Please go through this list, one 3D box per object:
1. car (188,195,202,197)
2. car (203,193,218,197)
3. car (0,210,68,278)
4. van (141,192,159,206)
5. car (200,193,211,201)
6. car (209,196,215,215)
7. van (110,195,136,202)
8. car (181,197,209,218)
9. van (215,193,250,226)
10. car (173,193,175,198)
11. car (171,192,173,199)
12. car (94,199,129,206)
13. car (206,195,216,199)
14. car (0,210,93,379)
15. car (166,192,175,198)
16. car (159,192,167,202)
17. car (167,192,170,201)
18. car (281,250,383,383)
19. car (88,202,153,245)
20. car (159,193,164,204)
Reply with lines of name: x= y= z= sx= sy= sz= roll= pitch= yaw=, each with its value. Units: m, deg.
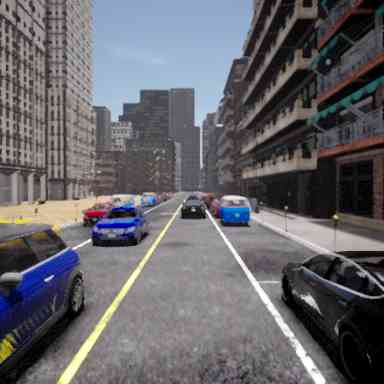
car: x=0.129 y=1.146 z=46.155 sx=1.837 sy=1.490 sz=4.892 roll=0 pitch=1 yaw=0
car: x=2.706 y=1.014 z=38.247 sx=2.192 sy=1.841 sz=5.009 roll=0 pitch=0 yaw=0
car: x=-5.689 y=1.441 z=10.446 sx=1.752 sy=1.417 sz=4.829 roll=0 pitch=0 yaw=0
van: x=-5.671 y=0.999 z=43.779 sx=1.690 sy=1.788 sz=3.998 roll=0 pitch=0 yaw=0
car: x=2.723 y=0.939 z=65.885 sx=1.967 sy=1.590 sz=4.097 roll=0 pitch=0 yaw=0
car: x=2.702 y=1.328 z=27.193 sx=1.887 sy=1.381 sz=4.507 roll=0 pitch=0 yaw=0
van: x=-5.680 y=1.125 z=27.197 sx=1.690 sy=1.788 sz=3.998 roll=0 pitch=0 yaw=0
car: x=0.118 y=1.345 z=27.461 sx=1.994 sy=1.385 sz=4.181 roll=0 pitch=0 yaw=0
van: x=2.697 y=1.168 z=21.664 sx=1.690 sy=1.788 sz=3.998 roll=0 pitch=0 yaw=0
car: x=-5.650 y=0.973 z=76.946 sx=2.008 sy=1.369 sz=4.403 roll=0 pitch=0 yaw=0
car: x=-5.653 y=1.005 z=71.418 sx=1.887 sy=1.381 sz=4.507 roll=0 pitch=0 yaw=0
car: x=-5.682 y=1.371 z=21.671 sx=1.887 sy=1.381 sz=4.507 roll=0 pitch=0 yaw=0
car: x=2.705 y=1.292 z=32.720 sx=2.008 sy=1.369 sz=4.403 roll=0 pitch=0 yaw=0
car: x=-3.058 y=1.316 z=4.271 sx=2.097 sy=1.767 sz=4.553 roll=0 pitch=1 yaw=0
car: x=-5.644 y=0.787 z=88.000 sx=1.967 sy=1.590 sz=4.097 roll=0 pitch=0 yaw=0
car: x=-5.663 y=1.128 z=54.836 sx=2.008 sy=1.369 sz=4.403 roll=0 pitch=0 yaw=0
car: x=-5.661 y=0.853 z=60.362 sx=2.192 sy=1.841 sz=5.009 roll=0 pitch=0 yaw=0
car: x=2.688 y=1.524 z=5.083 sx=1.947 sy=1.339 sz=4.313 roll=0 pitch=0 yaw=0
car: x=-3.065 y=1.405 z=15.039 sx=1.812 sy=1.442 sz=4.674 roll=0 pitch=0 yaw=0
car: x=-5.666 y=1.199 z=49.308 sx=1.802 sy=1.307 sz=4.206 roll=0 pitch=0 yaw=0
